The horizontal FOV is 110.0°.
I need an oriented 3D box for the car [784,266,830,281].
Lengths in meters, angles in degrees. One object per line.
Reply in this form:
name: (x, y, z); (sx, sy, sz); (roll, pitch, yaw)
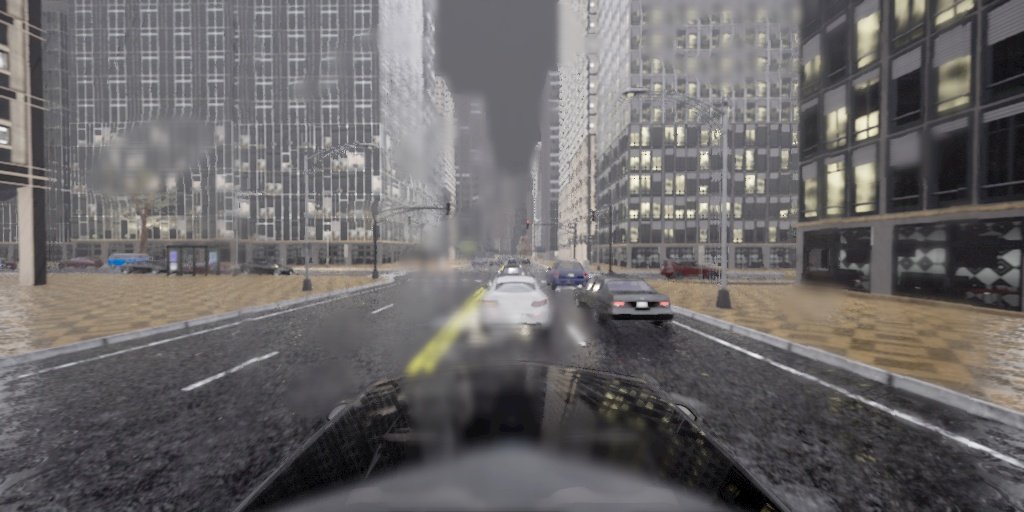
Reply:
car: (27.641, 1.578, 32.673); (4.829, 1.417, 1.751); (0, 0, 1)

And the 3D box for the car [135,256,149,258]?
car: (-34.920, 1.013, 36.358); (4.181, 1.385, 1.994); (1, 1, 1)

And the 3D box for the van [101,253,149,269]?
van: (-45.289, 0.600, 42.361); (3.998, 1.789, 1.690); (0, 0, 1)

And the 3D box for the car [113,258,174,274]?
car: (-34.097, 1.065, 33.701); (4.313, 1.339, 1.948); (0, 0, 1)

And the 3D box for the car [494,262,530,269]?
car: (0.099, 1.286, 22.032); (2.033, 1.411, 5.357); (0, 0, 0)

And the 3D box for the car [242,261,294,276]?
car: (-22.732, 1.170, 33.396); (4.313, 1.339, 1.948); (0, 0, 1)

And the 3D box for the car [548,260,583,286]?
car: (3.349, 1.091, 22.315); (2.097, 1.767, 4.553); (0, 0, 0)

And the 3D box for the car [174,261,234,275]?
car: (-28.416, 1.134, 33.528); (4.207, 1.307, 1.802); (0, 0, 1)

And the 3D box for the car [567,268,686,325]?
car: (3.351, 1.293, 11.744); (2.033, 1.411, 5.357); (0, 0, 0)

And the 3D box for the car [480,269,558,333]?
car: (0.099, 1.272, 10.613); (1.812, 1.442, 4.674); (0, 0, 0)

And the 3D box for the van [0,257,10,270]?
van: (-51.141, 0.682, 34.099); (3.998, 1.789, 1.690); (0, 0, 1)

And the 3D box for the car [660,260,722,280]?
car: (16.192, 1.267, 32.870); (5.009, 1.841, 2.192); (0, 0, 1)
